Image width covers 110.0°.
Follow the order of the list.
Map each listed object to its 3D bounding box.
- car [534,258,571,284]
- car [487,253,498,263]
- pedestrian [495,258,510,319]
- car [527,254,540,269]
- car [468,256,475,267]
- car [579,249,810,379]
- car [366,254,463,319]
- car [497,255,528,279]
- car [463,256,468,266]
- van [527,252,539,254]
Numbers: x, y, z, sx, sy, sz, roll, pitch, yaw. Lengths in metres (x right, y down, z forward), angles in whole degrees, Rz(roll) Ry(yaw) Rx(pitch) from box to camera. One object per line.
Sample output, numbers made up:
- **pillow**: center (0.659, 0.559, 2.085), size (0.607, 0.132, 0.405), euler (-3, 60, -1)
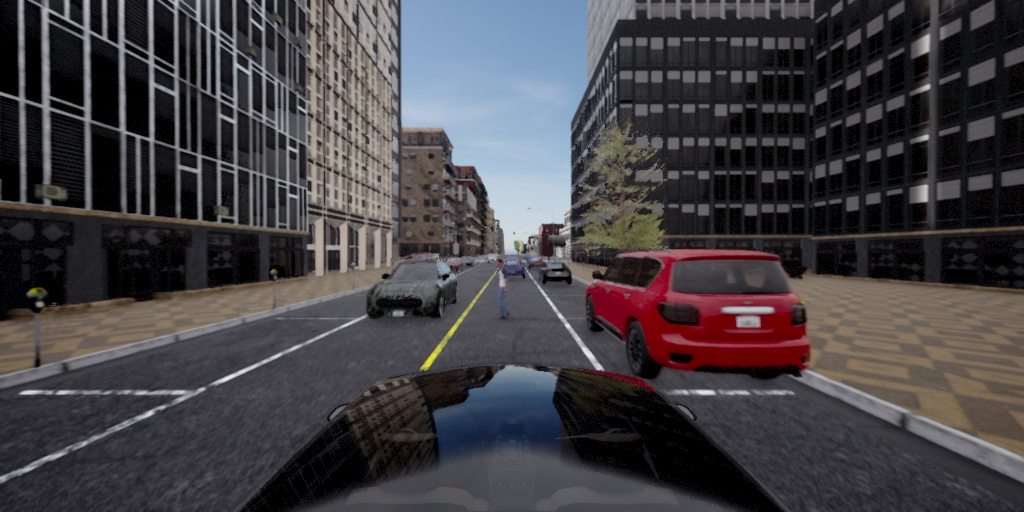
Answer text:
- **car**: center (2.654, 0.998, 22.776), size (1.948, 1.339, 4.313), euler (0, 0, 0)
- **car**: center (-3.010, 0.440, 58.743), size (1.812, 1.442, 4.674), euler (0, 1, 0)
- **pedestrian**: center (-0.274, 0.910, 10.493), size (0.375, 1.860, 0.375), euler (0, 1, 0)
- **car**: center (2.652, 0.764, 39.841), size (1.802, 1.307, 4.207), euler (0, 0, 0)
- **car**: center (-5.697, 0.665, 45.554), size (1.948, 1.339, 4.313), euler (0, 0, 0)
- **car**: center (2.999, 0.890, 7.235), size (2.150, 2.045, 5.566), euler (0, 1, 0)
- **car**: center (-3.097, 0.945, 12.011), size (2.097, 1.767, 4.553), euler (0, 1, 0)
- **car**: center (0.051, 0.893, 27.141), size (1.812, 1.442, 4.674), euler (0, 1, 0)
- **car**: center (-5.695, 0.810, 34.178), size (1.888, 1.381, 4.507), euler (0, 0, 0)
- **van**: center (2.651, 0.441, 45.530), size (1.690, 1.789, 3.998), euler (0, 0, 0)
